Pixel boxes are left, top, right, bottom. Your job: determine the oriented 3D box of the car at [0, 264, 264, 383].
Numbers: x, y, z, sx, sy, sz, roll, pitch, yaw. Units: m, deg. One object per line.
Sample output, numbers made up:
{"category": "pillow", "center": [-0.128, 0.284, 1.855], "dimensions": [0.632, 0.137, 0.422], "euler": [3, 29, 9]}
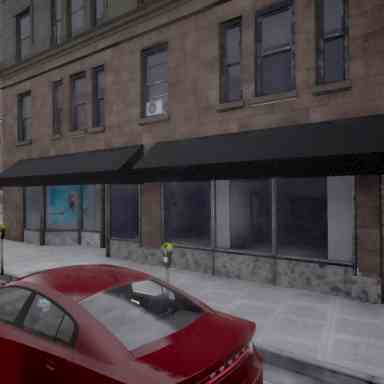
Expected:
{"category": "car", "center": [-1.430, 1.545, 3.885], "dimensions": [4.507, 1.381, 1.887], "euler": [0, 0, 36]}
